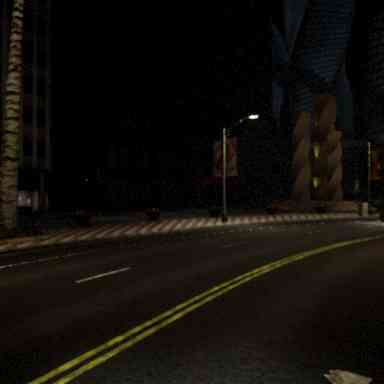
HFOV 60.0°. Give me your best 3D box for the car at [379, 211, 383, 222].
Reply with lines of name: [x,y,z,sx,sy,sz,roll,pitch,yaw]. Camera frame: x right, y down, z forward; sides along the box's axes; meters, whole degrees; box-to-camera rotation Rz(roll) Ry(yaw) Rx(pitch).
car: [17.931,1.773,27.907,4.674,1.442,1.812,0,-1,-20]
